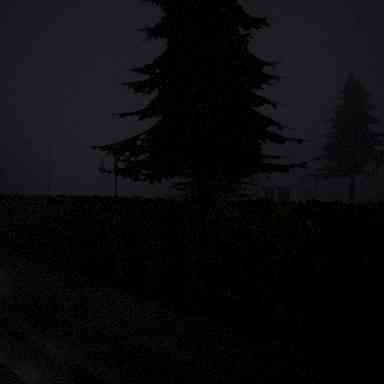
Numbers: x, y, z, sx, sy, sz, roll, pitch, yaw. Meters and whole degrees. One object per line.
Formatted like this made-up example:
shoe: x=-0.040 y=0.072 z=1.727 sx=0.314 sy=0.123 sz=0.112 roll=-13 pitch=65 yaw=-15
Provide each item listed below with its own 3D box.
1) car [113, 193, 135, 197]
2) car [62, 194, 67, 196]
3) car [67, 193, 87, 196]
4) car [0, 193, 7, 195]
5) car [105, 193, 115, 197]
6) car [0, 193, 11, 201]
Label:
car: x=-10.341 y=1.384 z=54.301 sx=3.806 sy=1.475 sz=1.970 roll=0 pitch=0 yaw=-45
car: x=-31.941 y=1.232 z=85.969 sx=3.806 sy=1.475 sz=1.970 roll=0 pitch=0 yaw=-45
car: x=-27.208 y=1.154 z=81.623 sx=5.027 sy=1.636 sz=2.152 roll=0 pitch=0 yaw=-45
car: x=-23.747 y=1.331 z=41.312 sx=5.027 sy=1.636 sz=2.152 roll=0 pitch=0 yaw=-45
car: x=-15.901 y=1.097 z=70.723 sx=4.605 sy=1.855 sz=1.932 roll=0 pitch=0 yaw=-45
car: x=-41.799 y=1.097 z=71.665 sx=4.605 sy=1.855 sz=1.932 roll=0 pitch=0 yaw=-45
